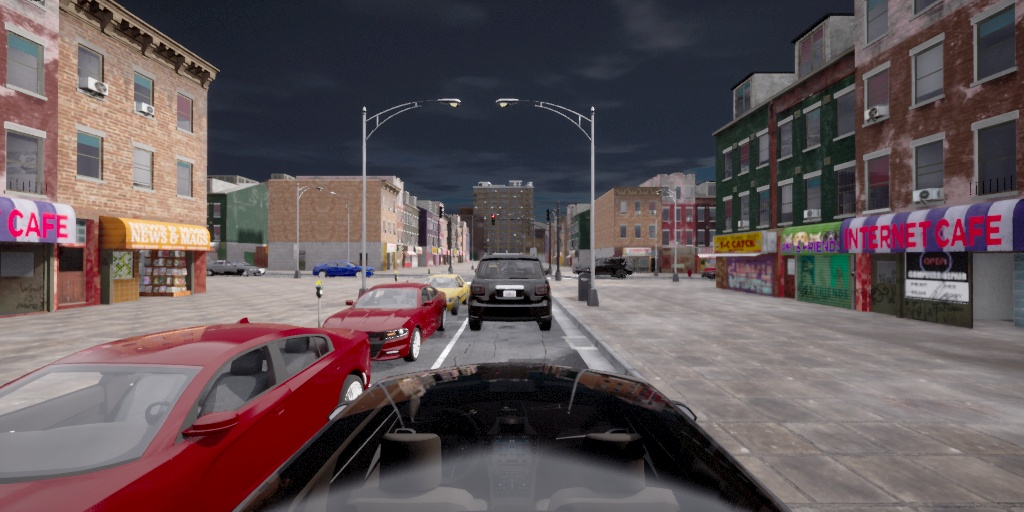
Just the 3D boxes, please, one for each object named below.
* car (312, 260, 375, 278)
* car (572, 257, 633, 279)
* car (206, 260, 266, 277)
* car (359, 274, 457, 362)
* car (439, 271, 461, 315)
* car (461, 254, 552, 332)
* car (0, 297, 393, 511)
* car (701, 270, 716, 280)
[{"bbox_3d":[-14.385,1.156,30.837,5.008,1.535,1.882,0,0,-2],"label":"car"},{"bbox_3d":[8.557,1.117,34.041,5.566,2.045,2.150,1,0,2],"label":"car"},{"bbox_3d":[-23.883,1.102,30.792,4.902,1.511,2.128,0,0,0],"label":"car"},{"bbox_3d":[-2.637,1.298,8.255,1.888,1.381,4.507,0,0,0],"label":"car"},{"bbox_3d":[-2.637,1.283,13.579,1.751,1.417,4.829,0,0,0],"label":"car"},{"bbox_3d":[-0.028,0.976,11.075,2.150,2.045,5.566,0,0,1],"label":"car"},{"bbox_3d":[-2.637,1.295,2.761,1.888,1.381,4.507,0,0,0],"label":"car"},{"bbox_3d":[20.929,1.616,33.970,5.357,1.411,2.033,1,0,0],"label":"car"}]
